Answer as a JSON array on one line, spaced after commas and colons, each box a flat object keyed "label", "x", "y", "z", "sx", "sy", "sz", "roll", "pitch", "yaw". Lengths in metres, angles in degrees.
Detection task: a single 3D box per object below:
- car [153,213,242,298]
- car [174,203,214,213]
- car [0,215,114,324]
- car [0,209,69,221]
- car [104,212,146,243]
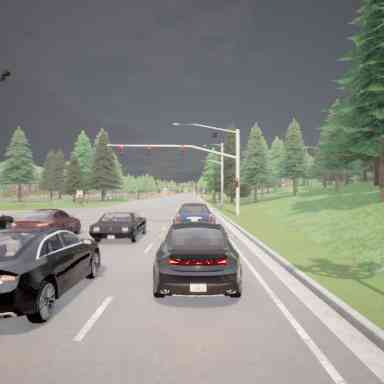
[{"label": "car", "x": 0.109, "y": 1.505, "z": 8.512, "sx": 1.837, "sy": 1.490, "sz": 4.892, "roll": 0, "pitch": 0, "yaw": 0}, {"label": "car", "x": 0.118, "y": 1.352, "z": 17.606, "sx": 2.097, "sy": 1.767, "sz": 4.553, "roll": 0, "pitch": 0, "yaw": 0}, {"label": "car", "x": -3.393, "y": 1.492, "z": 7.136, "sx": 2.128, "sy": 1.511, "sz": 4.902, "roll": 0, "pitch": 0, "yaw": 0}, {"label": "car", "x": -6.883, "y": 1.526, "z": 16.008, "sx": 1.812, "sy": 1.442, "sz": 4.674, "roll": 0, "pitch": 0, "yaw": 0}, {"label": "car", "x": -3.382, "y": 1.601, "z": 16.162, "sx": 1.895, "sy": 1.301, "sz": 4.718, "roll": 0, "pitch": 0, "yaw": 0}]
